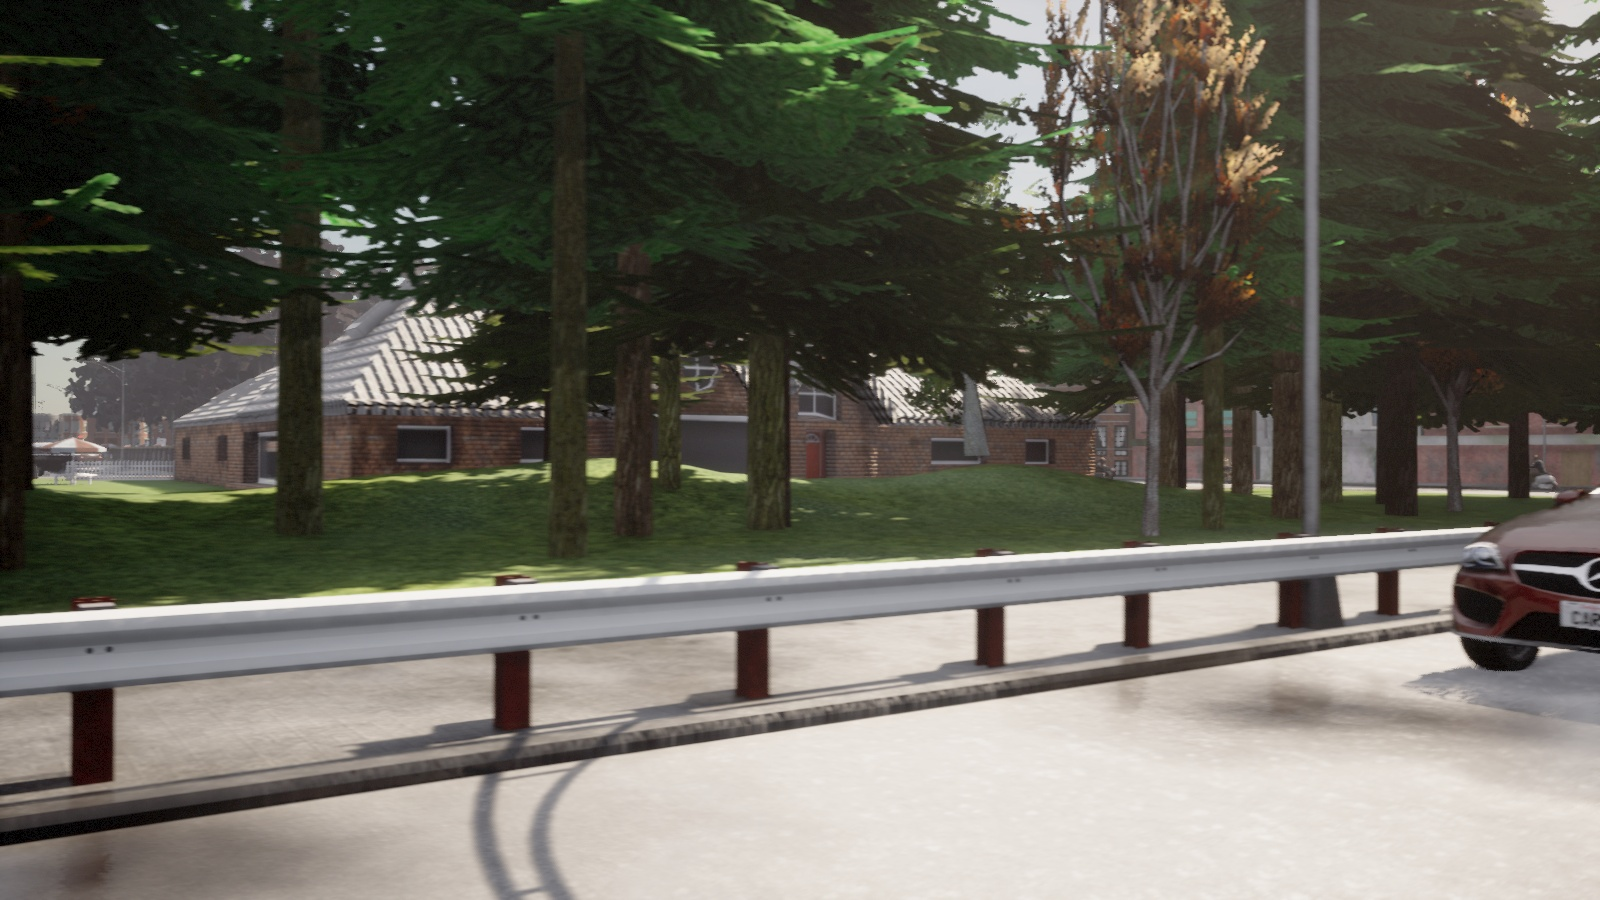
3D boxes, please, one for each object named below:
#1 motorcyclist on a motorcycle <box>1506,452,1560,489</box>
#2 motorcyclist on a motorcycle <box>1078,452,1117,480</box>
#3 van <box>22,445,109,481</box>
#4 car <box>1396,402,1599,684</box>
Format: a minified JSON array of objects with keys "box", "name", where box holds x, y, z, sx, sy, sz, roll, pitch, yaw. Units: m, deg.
[{"box":[31.851,0.870,54.594,0.866,1.590,1.817,0,0,-35],"name":"motorcyclist on a motorcycle"},{"box":[17.774,0.947,74.952,0.766,1.649,2.350,0,0,-35],"name":"motorcyclist on a motorcycle"},{"box":[-43.158,0.753,73.767,4.480,2.038,2.069,0,1,22],"name":"van"},{"box":[6.642,0.550,8.918,5.027,1.651,2.152,0,0,-35],"name":"car"}]
